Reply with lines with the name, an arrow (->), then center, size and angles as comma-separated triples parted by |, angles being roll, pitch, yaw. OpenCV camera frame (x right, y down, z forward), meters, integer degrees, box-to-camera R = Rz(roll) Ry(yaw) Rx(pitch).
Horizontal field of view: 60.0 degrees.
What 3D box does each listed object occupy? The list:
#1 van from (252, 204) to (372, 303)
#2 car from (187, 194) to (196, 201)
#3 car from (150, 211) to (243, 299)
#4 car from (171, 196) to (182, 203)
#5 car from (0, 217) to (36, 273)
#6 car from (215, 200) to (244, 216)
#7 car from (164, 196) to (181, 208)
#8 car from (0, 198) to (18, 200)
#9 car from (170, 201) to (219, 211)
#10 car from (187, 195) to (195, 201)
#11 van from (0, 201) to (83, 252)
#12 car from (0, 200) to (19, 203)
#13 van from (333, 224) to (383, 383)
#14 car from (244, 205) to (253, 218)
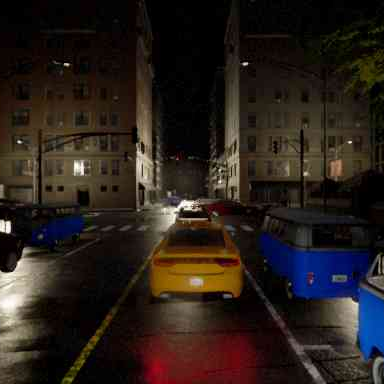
van -> 2.704, 1.340, 7.912 | 1.690, 1.788, 3.998 | 0, 0, 0
car -> -0.226, 1.334, 79.387 | 2.097, 1.767, 4.553 | 0, 0, -1
car -> 0.114, 1.476, 8.500 | 1.882, 1.535, 5.008 | 0, 0, 1
car -> -3.141, 1.517, 69.651 | 2.033, 1.411, 5.357 | 0, 0, -1
car -> -5.822, 1.543, 7.940 | 1.887, 1.381, 4.507 | 0, 0, 0
car -> 3.368, 1.454, 28.997 | 5.008, 1.535, 1.882 | 0, 0, -1
car -> -3.050, 1.459, 48.878 | 1.882, 1.535, 5.008 | 0, 0, 0
car -> -15.732, 1.344, 28.825 | 4.553, 1.767, 2.097 | 0, 0, -1
car -> 0.075, 1.484, 17.919 | 2.128, 1.511, 4.902 | 0, 0, 0
car -> -0.313, 1.577, 89.168 | 1.895, 1.301, 4.718 | 0, 0, -1
van -> -5.796, 1.337, 13.600 | 1.690, 1.788, 3.998 | 0, 0, 0
car -> -14.375, 1.543, 25.439 | 4.181, 1.385, 1.994 | 0, 0, 3
van -> 2.679, 1.341, 2.255 | 1.690, 1.788, 3.998 | 0, 0, 0
car -> 6.716, 1.564, 25.777 | 4.718, 1.301, 1.895 | 0, 0, -1
